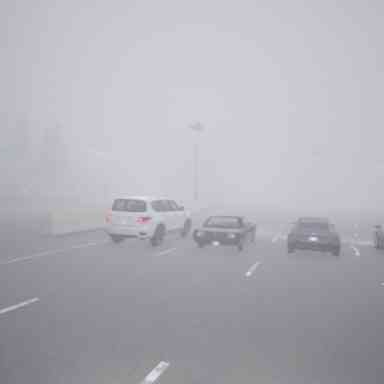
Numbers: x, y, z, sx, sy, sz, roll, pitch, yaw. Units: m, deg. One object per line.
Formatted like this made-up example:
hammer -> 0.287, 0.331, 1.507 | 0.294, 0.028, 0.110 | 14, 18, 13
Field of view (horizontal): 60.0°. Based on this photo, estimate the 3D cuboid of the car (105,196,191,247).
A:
car -> -1.790, 1.221, 15.499 | 2.150, 2.045, 5.566 | 2, 0, 19

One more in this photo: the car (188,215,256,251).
car -> 1.648, 1.691, 14.766 | 1.895, 1.301, 4.718 | 2, 0, 19

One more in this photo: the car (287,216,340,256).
car -> 5.204, 1.751, 14.349 | 1.994, 1.385, 4.181 | 2, 0, 19

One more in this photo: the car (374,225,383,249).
car -> 8.464, 1.777, 12.961 | 1.837, 1.490, 4.892 | 2, 0, 20
